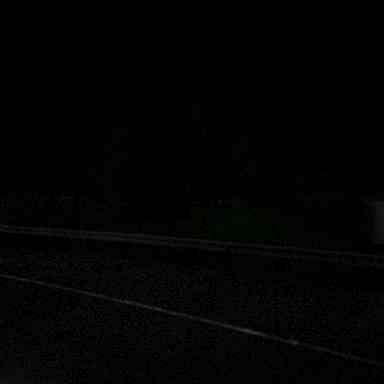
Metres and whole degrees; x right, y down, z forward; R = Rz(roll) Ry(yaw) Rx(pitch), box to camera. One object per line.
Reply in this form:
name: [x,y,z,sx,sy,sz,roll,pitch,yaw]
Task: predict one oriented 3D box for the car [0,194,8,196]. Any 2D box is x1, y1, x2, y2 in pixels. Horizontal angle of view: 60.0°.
car: [-47.435,1.174,82.689,2.097,1.767,4.553,0,0,-6]
